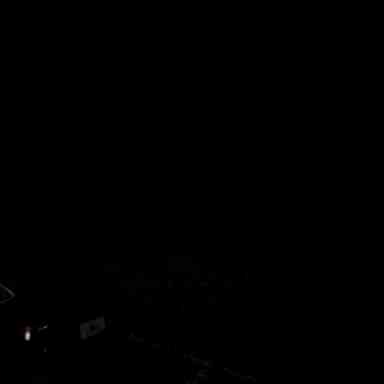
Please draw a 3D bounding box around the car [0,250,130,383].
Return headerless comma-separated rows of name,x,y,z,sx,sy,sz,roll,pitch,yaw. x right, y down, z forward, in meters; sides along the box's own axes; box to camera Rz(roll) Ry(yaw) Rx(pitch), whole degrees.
car,-2.807,1.557,4.952,4.313,1.339,1.947,0,1,36
